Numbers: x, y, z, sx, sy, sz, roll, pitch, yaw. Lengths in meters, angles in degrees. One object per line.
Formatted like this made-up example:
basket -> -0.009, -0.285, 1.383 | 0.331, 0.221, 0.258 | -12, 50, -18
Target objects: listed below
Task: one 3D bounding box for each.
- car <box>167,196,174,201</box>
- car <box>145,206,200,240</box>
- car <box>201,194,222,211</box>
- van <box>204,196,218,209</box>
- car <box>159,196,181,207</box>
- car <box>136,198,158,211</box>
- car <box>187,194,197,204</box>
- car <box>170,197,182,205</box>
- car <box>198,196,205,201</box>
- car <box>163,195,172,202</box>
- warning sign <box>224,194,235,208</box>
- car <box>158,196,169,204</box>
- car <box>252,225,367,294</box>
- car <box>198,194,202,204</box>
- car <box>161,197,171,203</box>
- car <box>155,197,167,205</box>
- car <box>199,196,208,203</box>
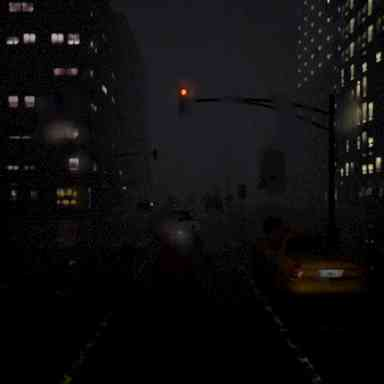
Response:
car -> -5.818, 1.720, 90.514 | 1.752, 1.417, 4.829 | 0, 0, 0
car -> -1.110, 1.657, 17.438 | 1.895, 1.301, 4.718 | 0, 0, -15
car -> 2.629, 1.375, 40.956 | 2.192, 1.841, 5.009 | 0, 0, 0
van -> 2.621, 1.413, 46.482 | 1.690, 1.788, 3.998 | 0, 0, 0
car -> -3.158, 1.427, 47.932 | 2.097, 1.767, 4.553 | 0, 0, 0
car -> -5.750, 1.611, 40.944 | 2.008, 1.369, 4.403 | 0, 0, 0
car -> -0.097, 1.672, 69.728 | 2.033, 1.411, 5.357 | 0, 0, 0
car -> -3.121, 1.682, 64.788 | 1.994, 1.385, 4.181 | 0, 0, 0
car -> 2.561, 1.720, 90.865 | 1.752, 1.417, 4.829 | 0, 0, 0
car -> -5.804, 1.601, 79.631 | 1.967, 1.590, 4.097 | 0, 0, 0
warning sign -> 5.011, 1.182, 44.217 | 1.300, 1.860, 1.060 | 0, 0, 0
car -> -5.789, 1.569, 68.578 | 1.967, 1.590, 4.097 | 0, 0, 0
car -> 2.674, 1.535, 8.713 | 1.752, 1.417, 4.829 | 0, 0, 0
car -> 2.598, 1.428, 63.062 | 2.192, 1.841, 5.009 | 0, 0, 0
car -> -5.796, 1.727, 74.104 | 1.802, 1.307, 4.206 | 0, 0, 0
car -> -5.781, 1.658, 63.050 | 1.887, 1.381, 4.507 | 0, 0, 0
car -> 2.584, 1.689, 74.115 | 1.887, 1.381, 4.507 | 0, 0, 0
